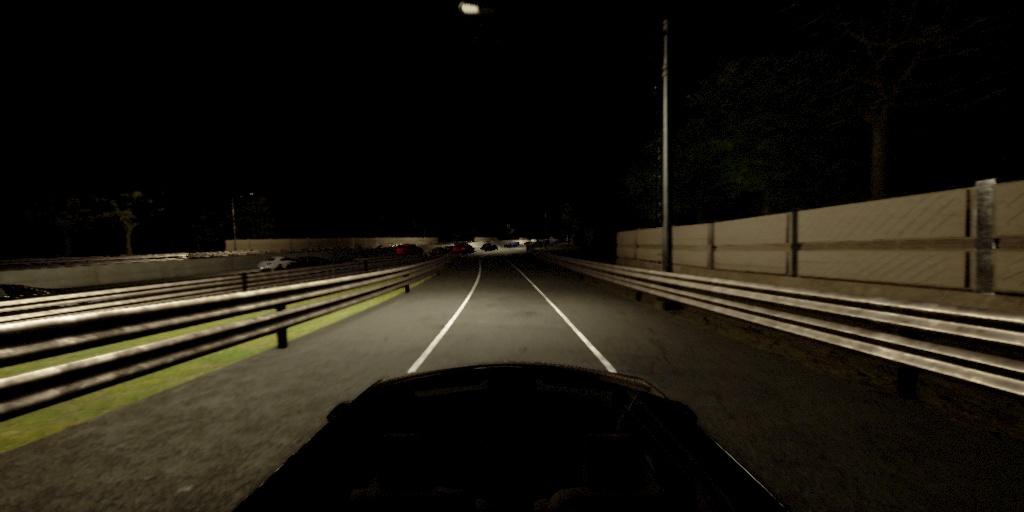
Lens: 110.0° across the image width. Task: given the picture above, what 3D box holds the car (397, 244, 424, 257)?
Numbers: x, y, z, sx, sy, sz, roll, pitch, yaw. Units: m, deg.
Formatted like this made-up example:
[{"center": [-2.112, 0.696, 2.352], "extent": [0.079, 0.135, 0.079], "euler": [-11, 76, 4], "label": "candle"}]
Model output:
[{"center": [-16.610, -0.903, 58.703], "extent": [2.150, 2.045, 5.566], "euler": [0, 3, 14], "label": "car"}]

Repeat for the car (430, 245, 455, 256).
[{"center": [-12.237, -0.774, 61.677], "extent": [2.033, 1.411, 5.357], "euler": [0, 3, 14], "label": "car"}]

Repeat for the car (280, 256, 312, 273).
[{"center": [-19.184, 0.761, 34.541], "extent": [1.837, 1.490, 4.892], "euler": [0, 3, 14], "label": "car"}]

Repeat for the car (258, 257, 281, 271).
[{"center": [-22.576, 0.771, 35.407], "extent": [1.812, 1.442, 4.674], "euler": [0, 3, 14], "label": "car"}]

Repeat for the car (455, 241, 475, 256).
[{"center": [-8.341, -1.202, 62.773], "extent": [2.150, 2.045, 5.566], "euler": [0, 3, 14], "label": "car"}]

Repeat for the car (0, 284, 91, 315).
[{"center": [-20.694, 1.901, 14.536], "extent": [1.837, 1.490, 4.892], "euler": [0, 3, 14], "label": "car"}]

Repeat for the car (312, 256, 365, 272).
[{"center": [-15.792, 0.758, 33.681], "extent": [1.882, 1.535, 5.008], "euler": [0, 3, 14], "label": "car"}]
